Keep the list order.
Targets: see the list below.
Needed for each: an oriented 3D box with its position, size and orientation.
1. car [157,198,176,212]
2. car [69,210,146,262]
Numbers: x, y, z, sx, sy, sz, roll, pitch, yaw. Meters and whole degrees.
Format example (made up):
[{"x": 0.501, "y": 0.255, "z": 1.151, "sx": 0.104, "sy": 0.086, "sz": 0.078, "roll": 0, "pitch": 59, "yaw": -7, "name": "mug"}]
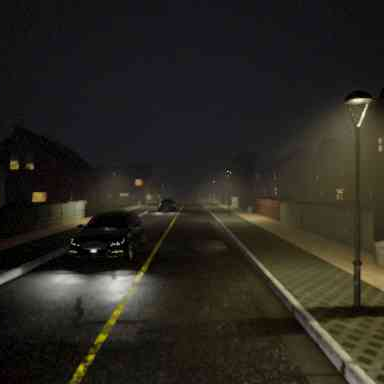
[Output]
[{"x": -2.787, "y": 1.476, "z": 38.062, "sx": 1.812, "sy": 1.442, "sz": 4.674, "roll": 0, "pitch": 0, "yaw": 0, "name": "car"}, {"x": -2.846, "y": 1.467, "z": 12.090, "sx": 1.837, "sy": 1.490, "sz": 4.892, "roll": 0, "pitch": 0, "yaw": 0, "name": "car"}]
